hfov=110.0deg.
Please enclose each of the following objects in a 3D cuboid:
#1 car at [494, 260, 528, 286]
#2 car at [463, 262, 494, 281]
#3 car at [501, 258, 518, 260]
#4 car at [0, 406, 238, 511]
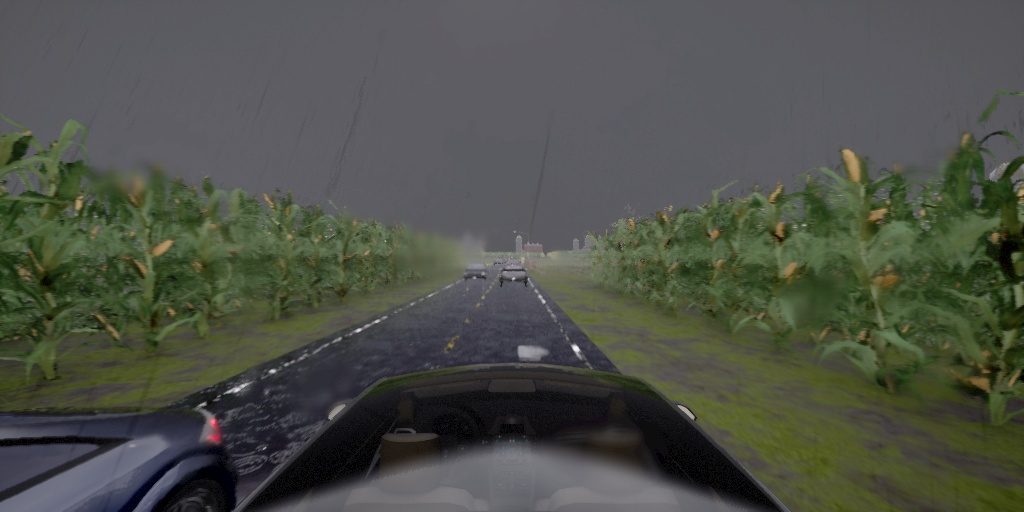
[{"bbox_3d":[0.103,1.229,24.870,2.128,1.511,4.902,0,0,0],"label":"car"},{"bbox_3d":[-2.845,1.280,29.959,2.033,1.411,5.357,0,0,0],"label":"car"},{"bbox_3d":[0.108,1.066,44.068,2.097,1.767,4.553,0,0,0],"label":"car"},{"bbox_3d":[-2.836,1.315,0.665,1.994,1.385,4.181,0,0,0],"label":"car"}]
